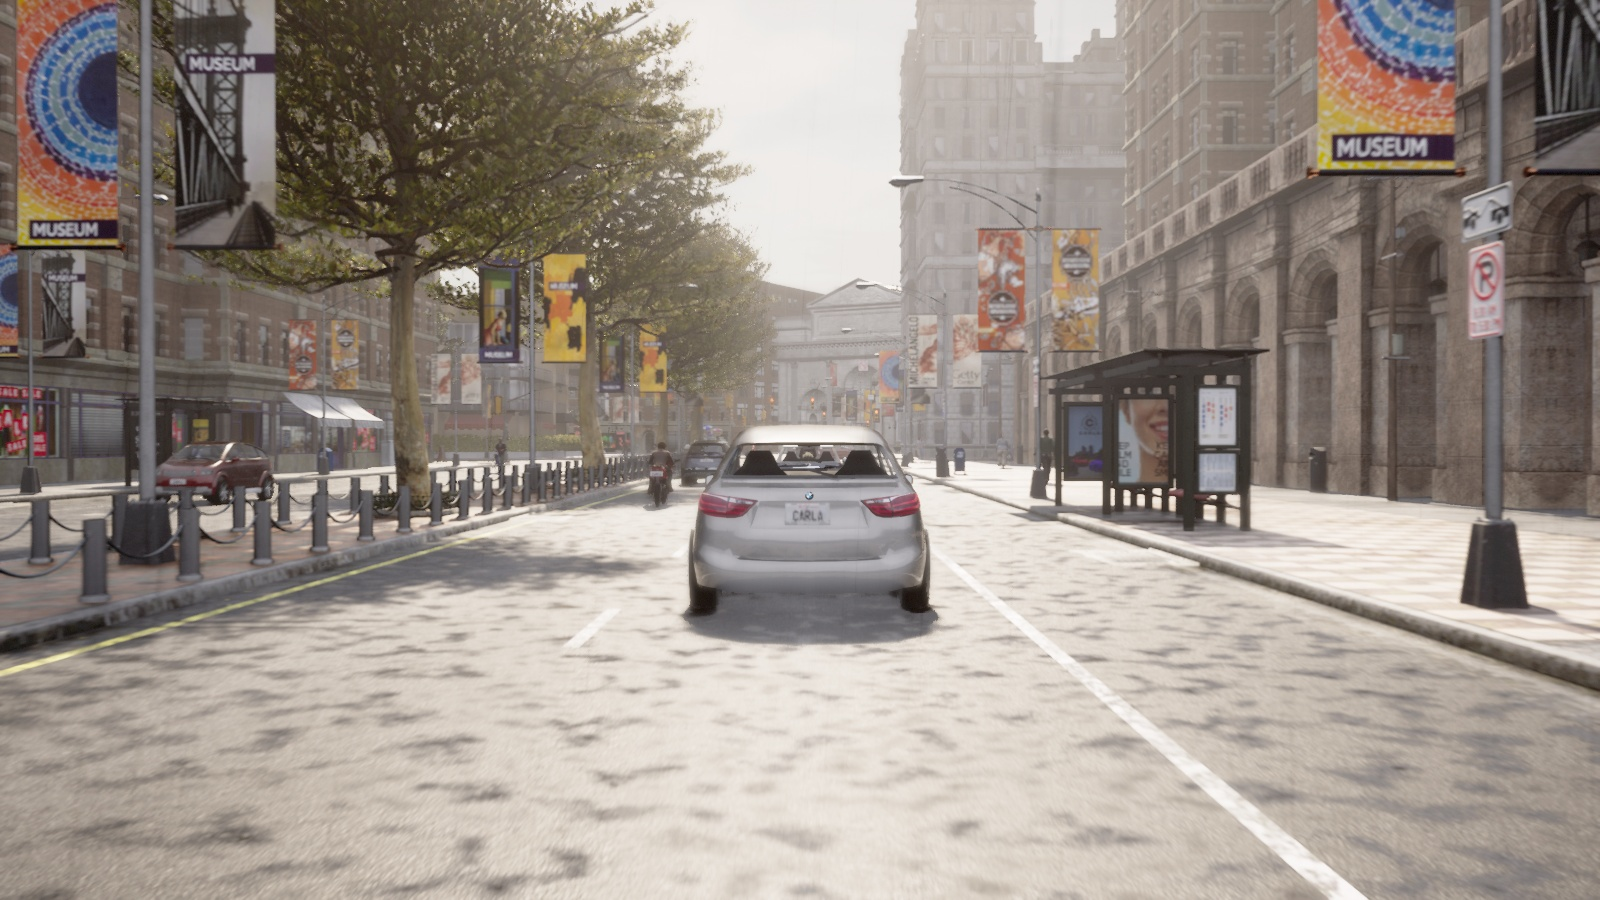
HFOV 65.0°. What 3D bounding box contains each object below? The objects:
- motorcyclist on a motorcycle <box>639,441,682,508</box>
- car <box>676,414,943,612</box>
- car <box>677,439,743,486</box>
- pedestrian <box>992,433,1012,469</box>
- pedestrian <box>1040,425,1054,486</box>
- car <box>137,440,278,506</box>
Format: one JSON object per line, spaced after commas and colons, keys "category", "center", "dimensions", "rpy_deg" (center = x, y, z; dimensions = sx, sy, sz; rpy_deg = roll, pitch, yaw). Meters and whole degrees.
{"category": "motorcyclist on a motorcycle", "center": [-3.306, 0.558, 29.883], "dimensions": [0.797, 1.523, 2.044], "rpy_deg": [0, 0, 0]}
{"category": "car", "center": [0.092, 0.518, 12.877], "dimensions": [2.242, 1.667, 4.611], "rpy_deg": [0, 0, 0]}
{"category": "car", "center": [-3.212, 0.417, 45.702], "dimensions": [2.033, 1.649, 4.856], "rpy_deg": [0, 0, 0]}
{"category": "pedestrian", "center": [10.441, 0.047, 64.883], "dimensions": [0.874, 1.855, 0.900], "rpy_deg": [0, 0, 0]}
{"category": "pedestrian", "center": [7.976, 0.182, 40.483], "dimensions": [0.423, 1.949, 0.788], "rpy_deg": [0, 0, 12]}
{"category": "car", "center": [-14.796, 0.535, 31.591], "dimensions": [1.789, 1.549, 3.705], "rpy_deg": [0, 0, 0]}
